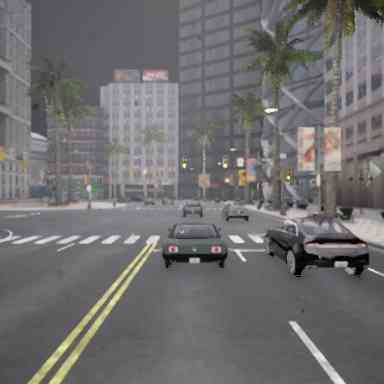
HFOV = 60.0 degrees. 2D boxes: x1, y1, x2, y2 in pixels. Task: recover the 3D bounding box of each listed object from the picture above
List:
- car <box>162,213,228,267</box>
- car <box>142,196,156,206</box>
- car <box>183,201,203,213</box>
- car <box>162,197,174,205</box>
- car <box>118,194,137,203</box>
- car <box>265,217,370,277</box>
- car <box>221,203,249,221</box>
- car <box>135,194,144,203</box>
[{"bbox_3d":[0.087,1.644,11.534,1.895,1.301,4.718,0,0,0],"label":"car"},{"bbox_3d":[-7.625,1.771,60.618,2.033,1.411,5.357,0,0,-9],"label":"car"},{"bbox_3d":[0.092,1.613,33.033,2.128,1.511,4.902,0,0,0],"label":"car"},{"bbox_3d":[-4.529,1.724,62.886,2.128,1.511,4.902,0,0,-11],"label":"car"},{"bbox_3d":[-15.076,1.832,75.860,1.994,1.385,4.181,0,0,-40],"label":"car"},{"bbox_3d":[3.583,1.530,10.386,2.128,1.511,4.902,0,0,0],"label":"car"},{"bbox_3d":[3.591,1.651,28.150,2.033,1.411,5.357,0,0,0],"label":"car"},{"bbox_3d":[-12.275,1.512,77.980,2.150,2.045,5.566,0,0,-40],"label":"car"}]
